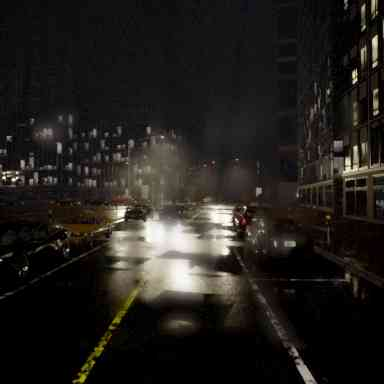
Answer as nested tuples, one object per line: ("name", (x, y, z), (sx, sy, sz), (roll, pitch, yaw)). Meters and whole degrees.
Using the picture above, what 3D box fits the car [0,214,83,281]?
("car", (-5.118, 1.574, 9.960), (1.947, 1.339, 4.313), (1, 0, 2))

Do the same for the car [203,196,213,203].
("car", (3.591, 1.671, 73.794), (1.752, 1.417, 4.829), (1, 0, 14))

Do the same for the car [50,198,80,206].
("car", (-20.632, 1.692, 55.322), (4.403, 1.369, 2.008), (0, -1, 15))

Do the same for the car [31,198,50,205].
("car", (-29.508, 1.890, 65.931), (4.829, 1.417, 1.752), (0, -1, 15))

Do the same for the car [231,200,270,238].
("car", (3.273, 1.448, 17.570), (1.967, 1.590, 4.097), (1, 0, 4))

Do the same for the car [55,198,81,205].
("car", (-23.950, 1.879, 64.404), (4.403, 1.369, 2.008), (0, -1, 15))

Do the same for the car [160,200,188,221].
("car", (-1.479, 1.626, 27.335), (1.895, 1.301, 4.718), (0, 0, 5))

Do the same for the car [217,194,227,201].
("car", (8.153, 1.525, 89.883), (2.192, 1.841, 5.009), (1, 0, 16))

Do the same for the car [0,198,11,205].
("car", (-40.134, 1.985, 68.848), (4.403, 1.369, 2.008), (0, -1, 15))

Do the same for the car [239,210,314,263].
("car", (2.980, 1.570, 11.890), (1.947, 1.339, 4.313), (1, 0, 2))

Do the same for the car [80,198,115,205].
("car", (-15.240, 1.672, 53.842), (4.313, 1.339, 1.947), (0, -1, 15))

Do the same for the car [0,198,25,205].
("car", (-31.417, 1.764, 58.284), (4.403, 1.369, 2.008), (0, -1, 15))

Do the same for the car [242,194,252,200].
("car", (12.592, 1.436, 76.034), (2.192, 1.841, 5.009), (1, 0, 15))

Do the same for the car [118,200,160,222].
("car", (-4.118, 1.576, 26.383), (2.008, 1.369, 4.403), (1, 0, 5))

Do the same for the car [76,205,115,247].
("car", (-4.886, 1.539, 15.284), (1.752, 1.417, 4.829), (1, 0, 3))

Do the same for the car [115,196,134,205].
("car", (-13.160, 1.571, 61.446), (5.009, 1.841, 2.192), (0, -1, 15))

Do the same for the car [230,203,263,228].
("car", (3.662, 1.555, 23.200), (1.887, 1.381, 4.507), (1, 0, 5))
